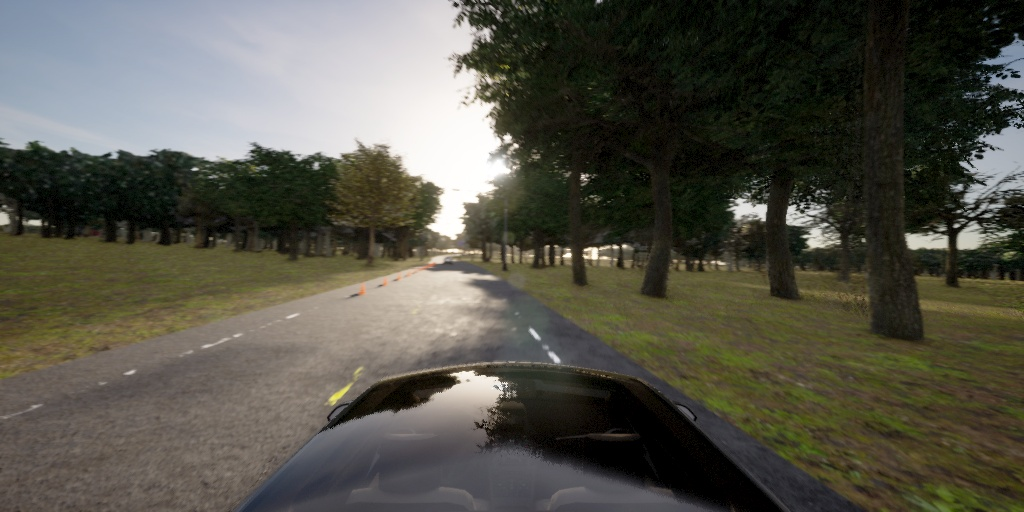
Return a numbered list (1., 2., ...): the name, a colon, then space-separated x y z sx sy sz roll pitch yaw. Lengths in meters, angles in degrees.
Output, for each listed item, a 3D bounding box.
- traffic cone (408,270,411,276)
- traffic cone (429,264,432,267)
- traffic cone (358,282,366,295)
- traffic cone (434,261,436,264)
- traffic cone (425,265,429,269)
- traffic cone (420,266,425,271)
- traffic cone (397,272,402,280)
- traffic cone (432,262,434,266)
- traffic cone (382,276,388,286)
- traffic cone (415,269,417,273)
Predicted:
1. traffic cone: -9.167 1.491 31.931 0.340 0.580 0.340 0 0 -8
2. traffic cone: -12.136 1.440 51.665 0.340 0.580 0.340 0 0 -9
3. traffic cone: -7.130 1.532 17.104 0.340 0.580 0.340 0 0 -7
4. traffic cone: -13.729 1.415 61.515 0.340 0.580 0.340 0 0 -9
5. traffic cone: -11.367 1.453 46.736 0.340 0.580 0.340 0 0 -9
6. traffic cone: -10.616 1.466 41.804 0.340 0.580 0.340 0 0 -9
7. traffic cone: -8.471 1.505 26.992 0.340 0.580 0.340 0 0 -8
8. traffic cone: -12.924 1.427 56.591 0.340 0.580 0.340 0 0 -9
9. traffic cone: -7.791 1.518 22.049 0.340 0.580 0.340 0 0 -8
10. traffic cone: -9.882 1.479 36.869 0.340 0.580 0.340 0 0 -8
